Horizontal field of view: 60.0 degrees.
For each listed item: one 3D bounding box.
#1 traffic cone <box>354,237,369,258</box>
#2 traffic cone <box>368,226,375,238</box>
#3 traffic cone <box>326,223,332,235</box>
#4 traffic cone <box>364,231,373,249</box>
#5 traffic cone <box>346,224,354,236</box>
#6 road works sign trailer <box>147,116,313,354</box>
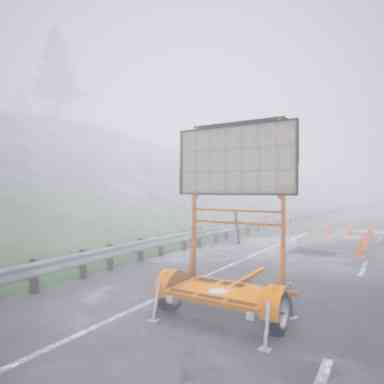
[{"bbox_3d":[5.850,1.960,11.574,0.340,0.580,0.340,0,0,32],"label":"traffic cone"},{"bbox_3d":[7.956,1.963,14.975,0.340,0.580,0.340,0,0,32],"label":"traffic cone"},{"bbox_3d":[7.308,1.960,17.728,0.340,0.580,0.340,0,0,32],"label":"traffic cone"},{"bbox_3d":[6.903,1.962,13.275,0.340,0.580,0.340,0,0,32],"label":"traffic cone"},{"bbox_3d":[8.158,1.962,17.202,0.340,0.580,0.340,0,0,32],"label":"traffic cone"},{"bbox_3d":[0.905,0.461,6.404,2.380,3.560,2.880,0,0,32],"label":"road works sign trailer"}]
